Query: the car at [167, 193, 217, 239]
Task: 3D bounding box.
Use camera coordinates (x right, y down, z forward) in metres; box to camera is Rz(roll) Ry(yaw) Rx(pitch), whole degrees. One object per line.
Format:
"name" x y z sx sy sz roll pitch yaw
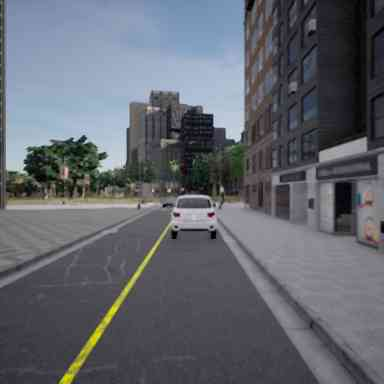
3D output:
"car" 0.104 1.194 17.458 2.150 2.045 5.566 0 0 0

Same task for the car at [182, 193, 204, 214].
"car" 0.115 1.123 35.989 2.150 2.045 5.566 0 0 0

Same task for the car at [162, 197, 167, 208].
"car" -2.982 1.416 45.457 2.033 1.411 5.357 0 0 0
